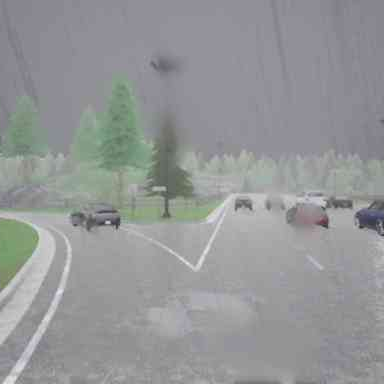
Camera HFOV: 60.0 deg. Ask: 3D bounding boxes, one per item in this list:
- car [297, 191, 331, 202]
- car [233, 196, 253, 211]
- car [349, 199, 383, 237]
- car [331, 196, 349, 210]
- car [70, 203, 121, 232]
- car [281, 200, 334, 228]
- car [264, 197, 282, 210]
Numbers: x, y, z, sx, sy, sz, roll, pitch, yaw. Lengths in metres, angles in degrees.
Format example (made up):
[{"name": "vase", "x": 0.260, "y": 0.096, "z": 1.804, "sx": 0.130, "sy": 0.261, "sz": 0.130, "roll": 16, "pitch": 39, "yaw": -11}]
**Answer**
[{"name": "car", "x": 12.503, "y": 0.929, "z": 35.172, "sx": 2.150, "sy": 2.045, "sz": 5.566, "roll": 0, "pitch": 0, "yaw": 8}, {"name": "car", "x": 5.678, "y": 1.235, "z": 36.947, "sx": 1.837, "sy": 1.490, "sz": 4.892, "roll": 0, "pitch": 0, "yaw": 8}, {"name": "car", "x": 10.083, "y": 1.190, "z": 17.054, "sx": 2.097, "sy": 1.767, "sz": 4.553, "roll": 0, "pitch": 0, "yaw": 8}, {"name": "car", "x": 16.293, "y": 1.154, "z": 37.092, "sx": 1.882, "sy": 1.535, "sz": 5.008, "roll": 0, "pitch": 0, "yaw": 8}, {"name": "car", "x": -5.773, "y": 1.392, "z": 19.565, "sx": 2.128, "sy": 1.511, "sz": 4.902, "roll": 0, "pitch": 0, "yaw": -33}, {"name": "car", "x": 7.035, "y": 1.394, "z": 20.663, "sx": 1.994, "sy": 1.385, "sz": 4.181, "roll": 0, "pitch": 0, "yaw": 8}, {"name": "car", "x": 9.274, "y": 1.234, "z": 37.533, "sx": 1.812, "sy": 1.442, "sz": 4.674, "roll": 0, "pitch": 0, "yaw": 7}]
